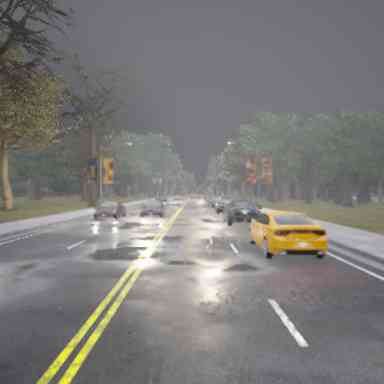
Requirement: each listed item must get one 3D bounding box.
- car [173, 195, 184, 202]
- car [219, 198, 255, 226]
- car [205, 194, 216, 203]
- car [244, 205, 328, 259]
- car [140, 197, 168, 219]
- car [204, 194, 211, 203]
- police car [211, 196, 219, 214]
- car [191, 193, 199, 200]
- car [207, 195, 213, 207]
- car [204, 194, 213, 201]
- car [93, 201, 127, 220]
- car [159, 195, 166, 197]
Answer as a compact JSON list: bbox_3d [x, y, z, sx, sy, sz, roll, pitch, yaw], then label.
[{"bbox_3d":[-2.782,1.278,69.195,1.882,1.535,5.008,0,0,1],"label":"car"},{"bbox_3d":[3.303,1.283,22.856,2.097,1.767,4.553,0,0,0],"label":"car"},{"bbox_3d":[3.690,1.285,67.035,1.801,1.575,5.366,0,0,1],"label":"car"},{"bbox_3d":[3.370,1.438,12.510,1.882,1.535,5.008,0,0,0],"label":"car"},{"bbox_3d":[-3.260,1.441,28.689,1.812,1.442,4.674,0,0,0],"label":"car"},{"bbox_3d":[3.557,1.399,55.855,2.033,1.411,5.357,0,0,1],"label":"car"},{"bbox_3d":[3.365,1.408,33.877,2.038,1.542,4.974,0,0,0],"label":"police car"},{"bbox_3d":[0.739,1.092,87.298,2.097,1.767,4.553,0,0,1],"label":"car"},{"bbox_3d":[3.450,1.477,44.896,1.895,1.301,4.718,0,0,0],"label":"car"},{"bbox_3d":[3.840,1.314,77.835,1.837,1.490,4.892,0,0,1],"label":"car"},{"bbox_3d":[-6.520,1.445,26.929,1.812,1.442,4.674,0,0,0],"label":"car"},{"bbox_3d":[-6.061,1.380,67.460,1.994,1.385,4.181,0,0,1],"label":"car"}]
